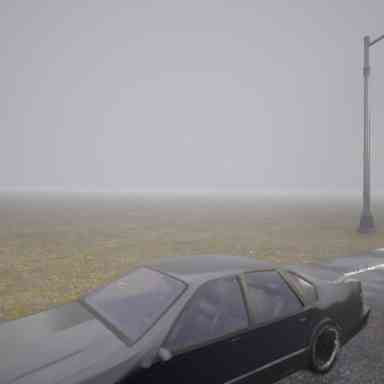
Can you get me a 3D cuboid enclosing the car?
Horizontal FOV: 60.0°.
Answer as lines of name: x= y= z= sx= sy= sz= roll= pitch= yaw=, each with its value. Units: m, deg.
car: x=0.061 y=1.548 z=4.041 sx=5.357 sy=1.411 sz=2.033 roll=0 pitch=0 yaw=-36
